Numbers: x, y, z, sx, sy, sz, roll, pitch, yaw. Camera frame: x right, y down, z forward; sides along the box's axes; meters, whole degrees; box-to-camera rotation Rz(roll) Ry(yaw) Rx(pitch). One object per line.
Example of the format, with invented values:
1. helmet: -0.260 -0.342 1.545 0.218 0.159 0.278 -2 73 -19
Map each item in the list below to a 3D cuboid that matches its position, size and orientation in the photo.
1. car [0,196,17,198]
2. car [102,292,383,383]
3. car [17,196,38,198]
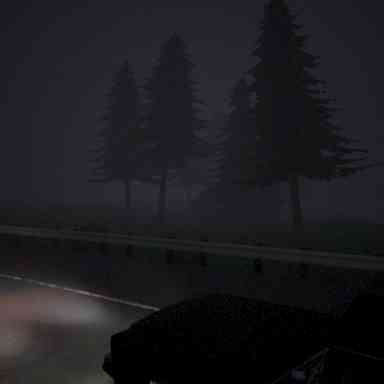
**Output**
1. car: -38.552 1.524 72.168 1.812 1.442 4.674 0 0 10
2. car: 1.441 1.601 2.740 4.718 1.301 1.895 0 0 35
3. car: -34.991 1.525 72.334 2.128 1.511 4.902 0 0 6
